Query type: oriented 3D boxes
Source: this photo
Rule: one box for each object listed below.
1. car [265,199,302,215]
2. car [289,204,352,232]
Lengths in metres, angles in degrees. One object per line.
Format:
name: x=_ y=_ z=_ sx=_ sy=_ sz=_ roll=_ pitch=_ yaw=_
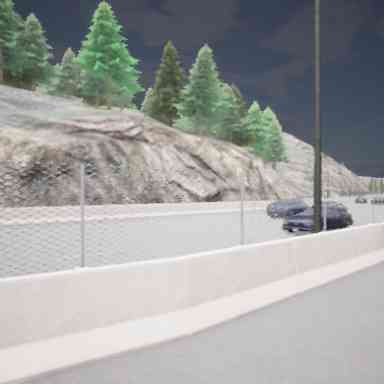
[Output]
car: x=9.966 y=1.560 z=36.050 sx=1.837 sy=1.490 sz=4.892 roll=0 pitch=0 yaw=44
car: x=7.368 y=1.574 z=19.029 sx=5.357 sy=1.411 sz=2.033 roll=0 pitch=0 yaw=-41
